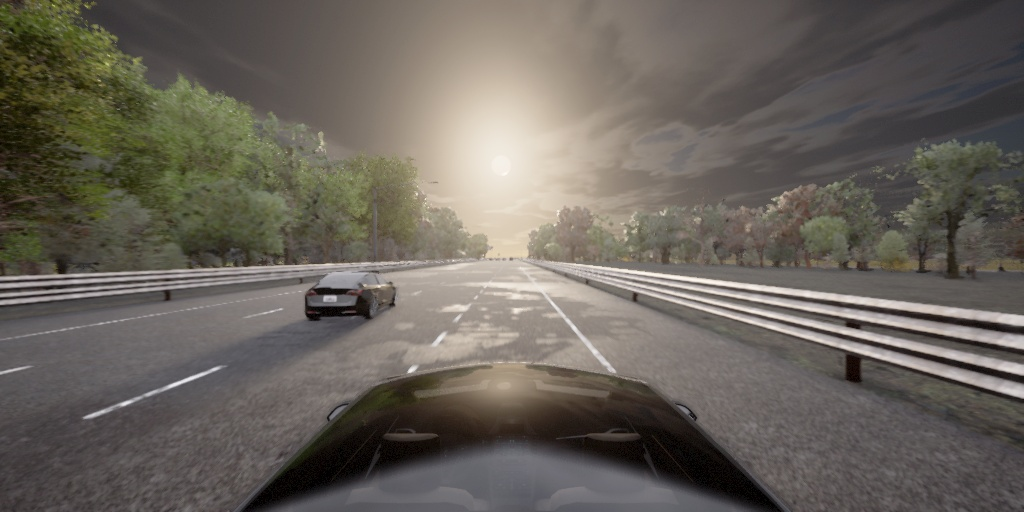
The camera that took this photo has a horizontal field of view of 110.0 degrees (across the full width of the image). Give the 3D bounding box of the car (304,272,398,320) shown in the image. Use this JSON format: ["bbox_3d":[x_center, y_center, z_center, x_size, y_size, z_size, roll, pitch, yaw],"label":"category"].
[{"bbox_3d":[-5.472,1.294,12.757,2.163,1.488,4.792,0,0,-5],"label":"car"}]
